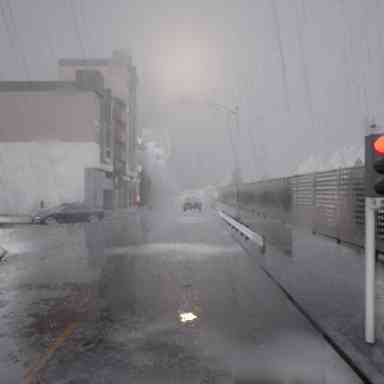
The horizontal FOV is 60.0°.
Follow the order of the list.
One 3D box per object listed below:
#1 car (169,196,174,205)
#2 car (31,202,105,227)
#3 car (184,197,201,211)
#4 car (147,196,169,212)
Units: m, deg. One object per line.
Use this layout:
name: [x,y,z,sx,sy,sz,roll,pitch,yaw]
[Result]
car: [-4.122,1.533,58.671,1.837,1.490,4.892,0,0,0]
car: [-8.470,1.516,23.010,4.892,1.490,1.837,0,3,-39]
car: [0.076,1.371,41.487,2.097,1.767,4.553,0,0,0]
car: [-4.122,1.524,39.550,1.837,1.490,4.892,0,0,0]
